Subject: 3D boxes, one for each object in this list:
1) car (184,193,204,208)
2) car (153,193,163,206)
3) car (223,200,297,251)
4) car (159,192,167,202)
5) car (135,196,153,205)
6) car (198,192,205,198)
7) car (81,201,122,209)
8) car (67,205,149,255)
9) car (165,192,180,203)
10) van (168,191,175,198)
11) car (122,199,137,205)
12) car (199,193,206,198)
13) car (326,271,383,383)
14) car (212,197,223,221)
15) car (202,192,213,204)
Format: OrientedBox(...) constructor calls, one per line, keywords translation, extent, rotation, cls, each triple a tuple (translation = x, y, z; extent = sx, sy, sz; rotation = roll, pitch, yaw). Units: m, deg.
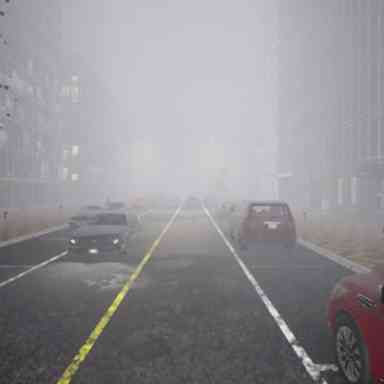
OrientedBox(translation=(0.108, 1.171, 40.904), extent=(1.882, 1.535, 5.008), rotation=(0, 0, 0), cls="car")
OrientedBox(translation=(-5.680, 1.191, 47.682), extent=(2.008, 1.369, 4.403), rotation=(0, 0, 0), cls="car")
OrientedBox(translation=(2.697, 1.217, 13.515), extent=(2.192, 1.841, 5.009), rotation=(0, 0, 0), cls="car")
OrientedBox(translation=(-5.678, 1.095, 59.066), extent=(1.887, 1.381, 4.507), rotation=(0, 0, 0), cls="car")
OrientedBox(translation=(-5.682, 1.312, 36.297), extent=(1.802, 1.307, 4.206), rotation=(0, 0, 0), cls="car")
OrientedBox(translation=(2.707, 0.793, 93.372), extent=(1.752, 1.417, 4.829), rotation=(0, 0, 0), cls="car")
OrientedBox(translation=(-5.684, 1.411, 19.222), extent=(2.008, 1.369, 4.403), rotation=(0, 0, 0), cls="car")
OrientedBox(translation=(-3.099, 1.453, 13.100), extent=(2.033, 1.411, 5.357), rotation=(0, 0, 0), cls="car")
OrientedBox(translation=(-2.992, 1.128, 57.927), extent=(2.033, 1.411, 5.357), rotation=(0, 0, 0), cls="car")
OrientedBox(translation=(-5.672, 0.610, 93.217), extent=(1.690, 1.788, 3.998), rotation=(0, 0, 0), cls="van")
OrientedBox(translation=(-5.684, 1.383, 24.914), extent=(1.947, 1.339, 4.313), rotation=(0, 0, 0), cls="car")
OrientedBox(translation=(2.706, 0.899, 87.511), extent=(1.802, 1.307, 4.206), rotation=(0, 0, 0), cls="car")
OrientedBox(translation=(2.695, 1.299, 2.131), extent=(2.192, 1.841, 5.009), rotation=(0, 0, 0), cls="car")
OrientedBox(translation=(2.697, 1.341, 25.070), extent=(1.752, 1.417, 4.829), rotation=(0, 0, 0), cls="car")
OrientedBox(translation=(2.701, 1.162, 53.361), extent=(1.947, 1.339, 4.313), rotation=(0, 0, 0), cls="car")
